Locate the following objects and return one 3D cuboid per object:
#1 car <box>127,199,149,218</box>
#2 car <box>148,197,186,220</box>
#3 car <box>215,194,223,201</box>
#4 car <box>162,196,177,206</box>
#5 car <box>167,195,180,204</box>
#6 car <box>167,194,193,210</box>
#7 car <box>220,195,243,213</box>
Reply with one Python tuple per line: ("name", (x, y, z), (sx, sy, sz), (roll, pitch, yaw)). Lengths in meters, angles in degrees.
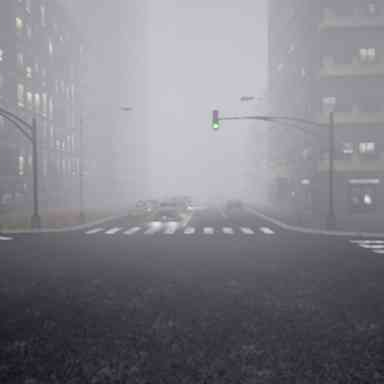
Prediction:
("car", (-4.401, 1.403, 28.612), (1.752, 1.417, 4.829), (-1, 0, 2))
("car", (-1.868, 1.418, 26.735), (2.033, 1.411, 5.357), (0, 0, 3))
("car", (5.664, 1.047, 67.970), (1.967, 1.590, 4.097), (-1, 0, 2))
("car", (-3.429, 1.297, 51.379), (1.887, 1.381, 4.507), (-1, 0, 2))
("car", (-3.187, 1.303, 57.029), (1.802, 1.307, 4.206), (-1, 0, 2))
("car", (-1.424, 1.307, 36.676), (2.128, 1.511, 4.902), (0, 0, 3))
("car", (4.220, 1.343, 34.074), (2.008, 1.369, 4.403), (-1, 0, 2))
